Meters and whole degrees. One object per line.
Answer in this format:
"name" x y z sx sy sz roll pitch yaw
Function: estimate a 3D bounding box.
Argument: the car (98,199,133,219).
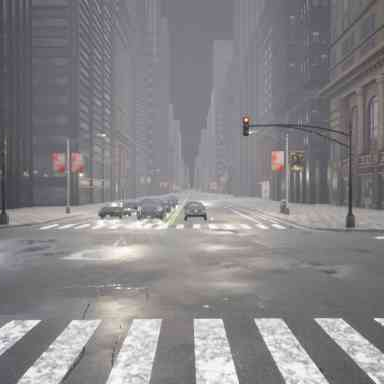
"car" -6.557 1.531 29.298 2.033 1.411 5.357 0 0 4

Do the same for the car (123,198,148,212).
"car" -6.576 1.522 39.397 2.033 1.411 5.357 0 0 0

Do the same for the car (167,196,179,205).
"car" -3.286 1.454 57.788 1.837 1.490 4.892 0 0 0

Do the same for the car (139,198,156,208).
"car" -6.575 1.564 49.483 1.895 1.301 4.718 0 0 0

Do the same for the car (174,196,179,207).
"car" -3.329 1.529 47.414 1.994 1.385 4.181 0 0 0

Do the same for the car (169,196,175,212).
"car" -3.328 1.523 37.515 2.033 1.411 5.357 0 0 0

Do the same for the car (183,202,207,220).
"car" 0.214 1.532 28.050 2.033 1.411 5.357 0 0 -2

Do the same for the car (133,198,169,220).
"car" -3.333 1.337 28.040 2.097 1.767 4.553 0 0 0
